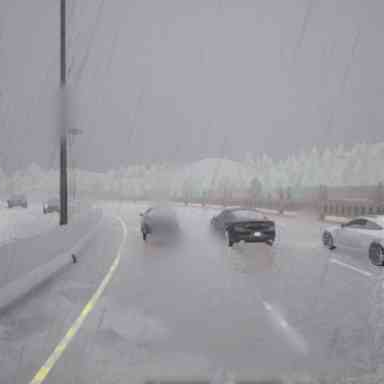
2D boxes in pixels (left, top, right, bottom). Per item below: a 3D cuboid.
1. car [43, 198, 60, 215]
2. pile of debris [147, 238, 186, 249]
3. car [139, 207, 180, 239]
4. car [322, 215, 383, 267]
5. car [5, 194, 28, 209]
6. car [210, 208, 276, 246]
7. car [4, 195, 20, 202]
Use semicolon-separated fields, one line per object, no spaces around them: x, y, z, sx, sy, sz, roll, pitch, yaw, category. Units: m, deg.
-14.554;1.412;35.204;2.097;1.767;4.553;0;0;-23;car
-1.146;2.181;14.277;1.500;0.140;1.860;0;0;-9;pile of debris
-1.762;1.535;17.547;1.812;1.442;4.674;0;0;-10;car
6.235;1.503;11.251;1.812;1.442;4.674;0;0;-6;car
-25.102;1.322;47.916;2.150;2.045;5.566;0;0;-33;car
2.149;1.471;15.273;1.882;1.535;5.008;0;0;-9;car
-37.308;1.287;68.847;1.812;1.442;4.674;0;0;-41;car
